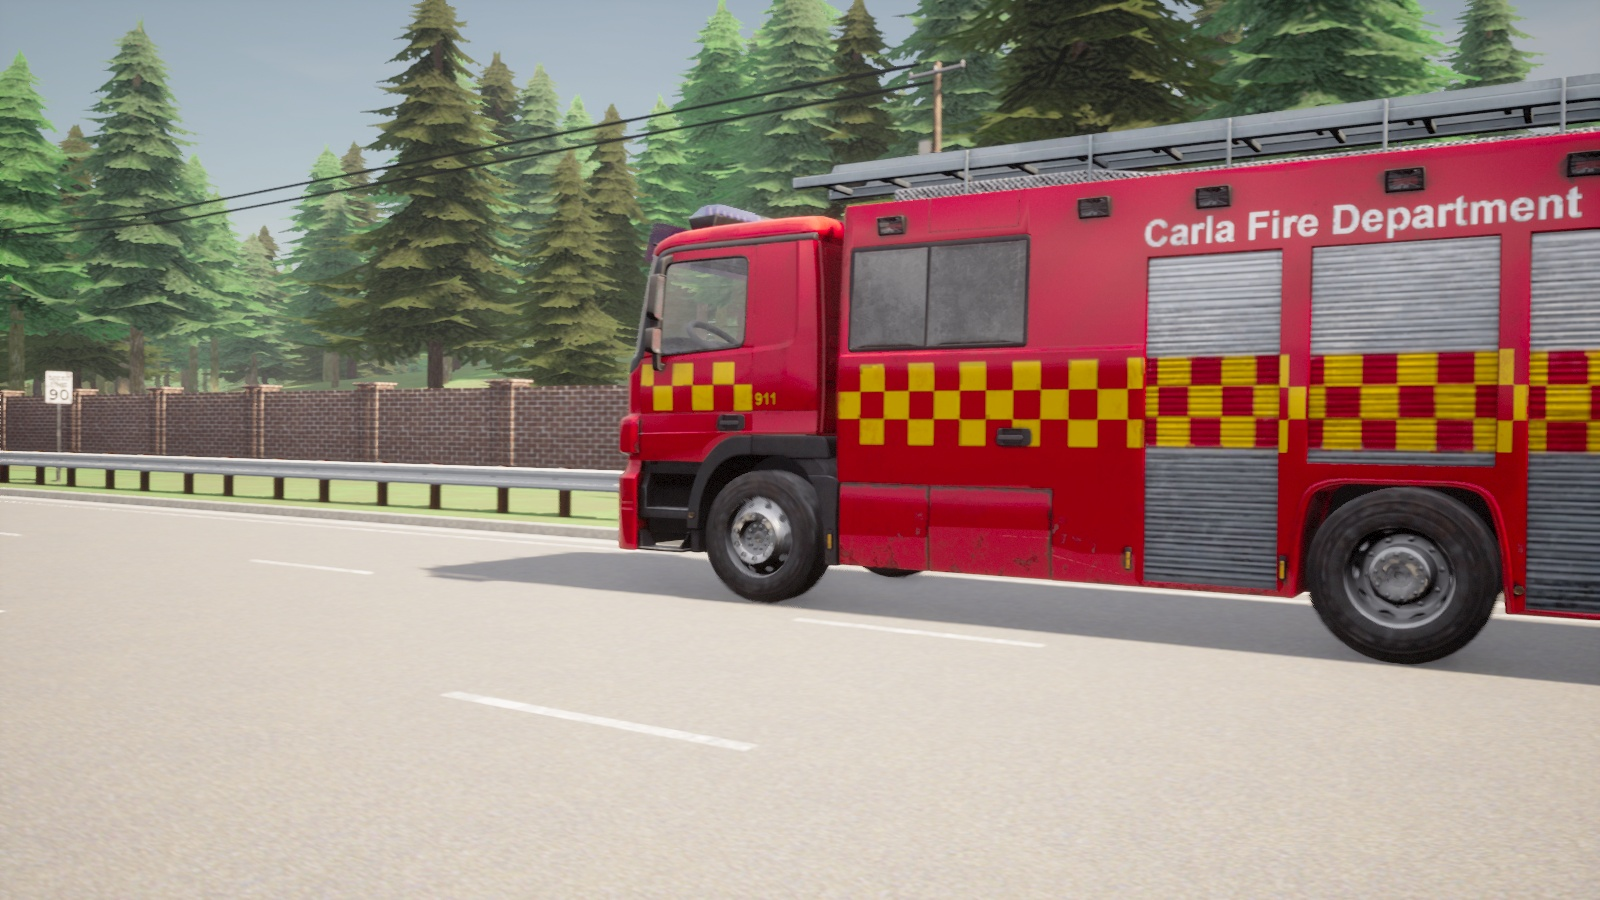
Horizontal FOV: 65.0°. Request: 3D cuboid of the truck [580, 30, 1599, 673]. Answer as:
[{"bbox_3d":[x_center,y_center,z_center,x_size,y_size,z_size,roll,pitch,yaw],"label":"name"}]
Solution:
[{"bbox_3d":[2.325,-0.601,10.705,8.468,3.827,2.891,0,1,32],"label":"truck"}]
